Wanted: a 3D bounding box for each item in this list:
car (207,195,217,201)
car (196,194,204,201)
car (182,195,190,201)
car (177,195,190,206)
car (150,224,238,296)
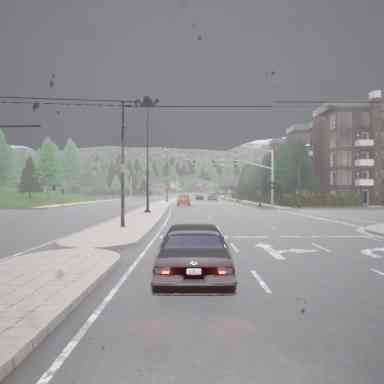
[{"bbox_3d":[5.483,1.539,85.414,2.033,1.411,5.357,0,0,0],"label":"car"},{"bbox_3d":[1.983,1.477,85.406,1.882,1.535,5.008,0,0,0],"label":"car"},{"bbox_3d":[-1.517,1.523,85.368,1.812,1.442,4.674,0,0,0],"label":"car"},{"bbox_3d":[-1.354,1.352,54.543,2.097,1.767,4.553,0,0,-1],"label":"car"},{"bbox_3d":[0.043,1.547,8.798,2.033,1.411,5.357,0,0,0],"label":"car"}]
